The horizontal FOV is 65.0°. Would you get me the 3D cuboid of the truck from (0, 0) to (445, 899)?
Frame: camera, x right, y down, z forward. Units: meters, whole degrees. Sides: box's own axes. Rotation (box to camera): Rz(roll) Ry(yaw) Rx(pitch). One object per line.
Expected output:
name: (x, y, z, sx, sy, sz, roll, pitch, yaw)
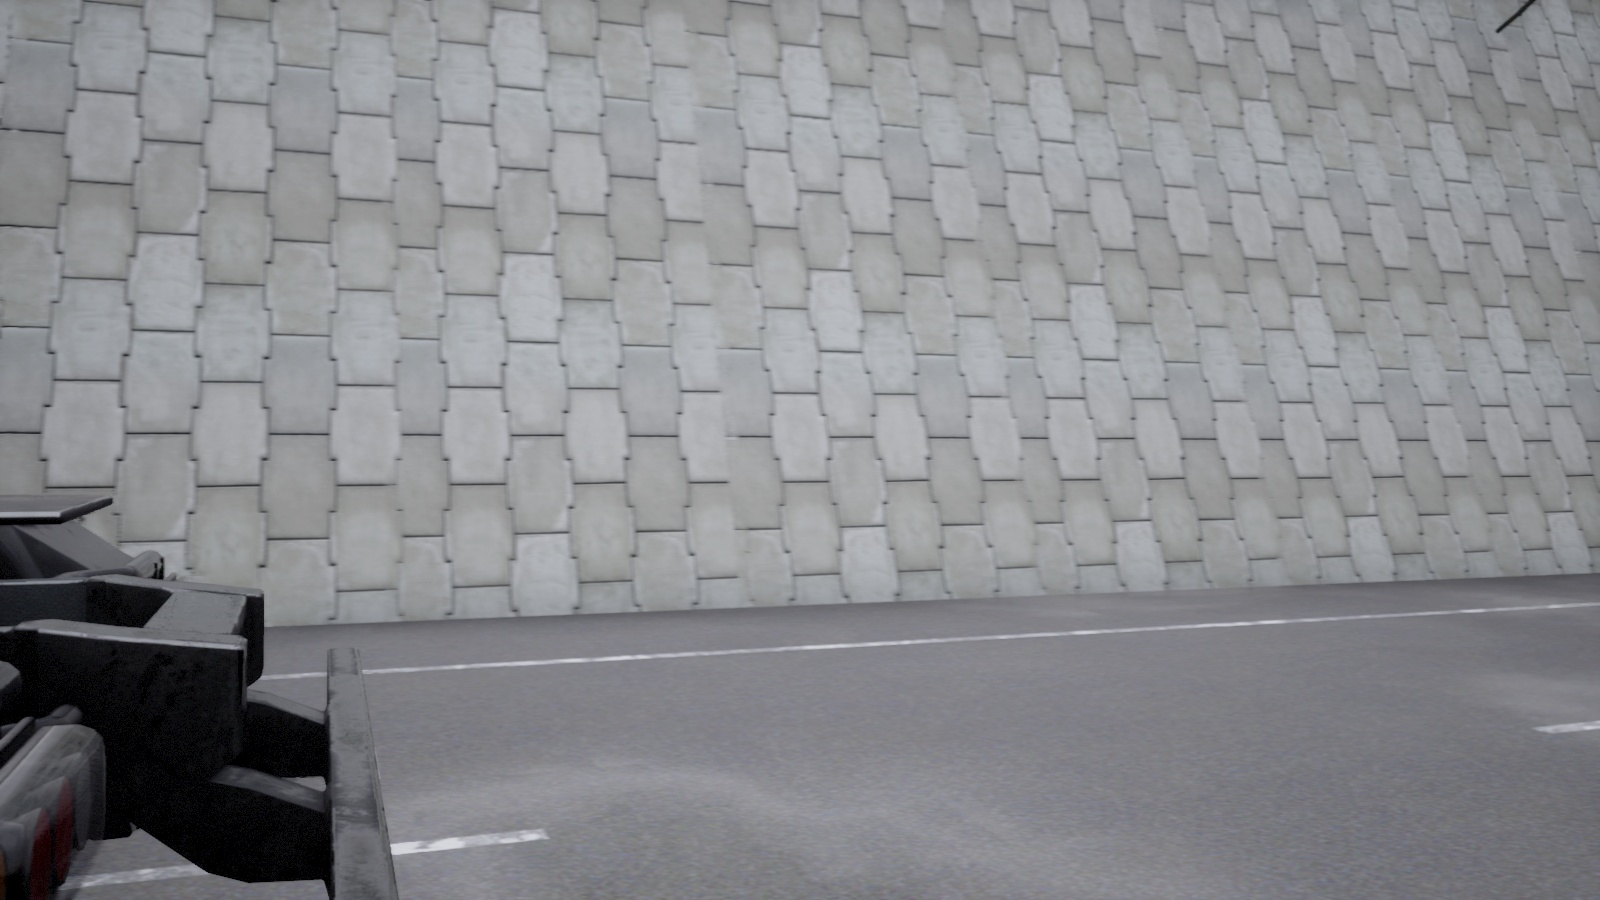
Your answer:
truck: (-4.661, -0.157, 1.458, 7.936, 3.462, 2.891, -1, 1, -21)
